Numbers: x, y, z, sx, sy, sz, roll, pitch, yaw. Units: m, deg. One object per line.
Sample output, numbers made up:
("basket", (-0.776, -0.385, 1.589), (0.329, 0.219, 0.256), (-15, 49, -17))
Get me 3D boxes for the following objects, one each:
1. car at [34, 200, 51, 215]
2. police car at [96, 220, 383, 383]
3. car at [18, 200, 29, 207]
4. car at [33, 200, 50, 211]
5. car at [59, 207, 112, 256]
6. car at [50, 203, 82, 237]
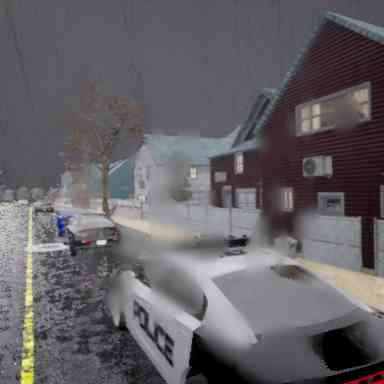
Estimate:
("car", (-16.965, 1.783, 38.138), (2.128, 1.511, 4.902), (-1, 0, -25))
("police car", (0.219, 1.408, 4.482), (1.930, 1.638, 5.238), (-1, 0, -26))
("car", (-36.227, 2.355, 71.514), (1.812, 1.442, 4.674), (-1, -1, -26))
("car", (-22.176, 1.921, 48.816), (2.128, 1.511, 4.902), (-1, 0, -26))
("car", (-4.092, 1.566, 13.383), (1.812, 1.442, 4.674), (-1, 0, -26))
("car", (-6.709, 1.561, 18.783), (1.882, 1.535, 5.008), (-1, 0, -26))
